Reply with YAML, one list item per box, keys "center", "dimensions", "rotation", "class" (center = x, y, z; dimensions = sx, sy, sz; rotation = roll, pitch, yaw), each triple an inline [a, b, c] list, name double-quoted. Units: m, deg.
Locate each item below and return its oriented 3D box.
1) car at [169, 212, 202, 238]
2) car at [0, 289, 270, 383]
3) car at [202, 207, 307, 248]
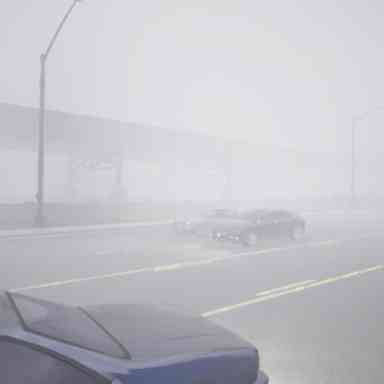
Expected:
- center: [1.169, 1.566, 17.711]
  dimensions: [4.718, 1.301, 1.895]
  rotation: [0, 0, -35]
  class: "car"
- center: [-1.865, 1.548, 2.417]
  dimensions: [5.357, 1.411, 2.033]
  rotation: [0, 0, -35]
  class: "car"
- center: [3.055, 1.471, 14.744]
  dimensions: [4.892, 1.490, 1.837]
  rotation: [0, 0, -35]
  class: "car"
